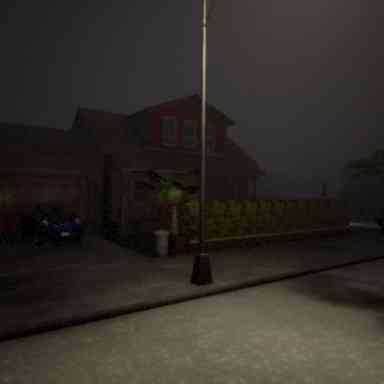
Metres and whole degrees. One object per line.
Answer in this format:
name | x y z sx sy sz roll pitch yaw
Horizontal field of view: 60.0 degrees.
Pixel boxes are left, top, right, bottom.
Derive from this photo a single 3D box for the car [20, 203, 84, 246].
car | -5.687 1.206 13.401 1.845 1.501 3.633 1 0 -38
